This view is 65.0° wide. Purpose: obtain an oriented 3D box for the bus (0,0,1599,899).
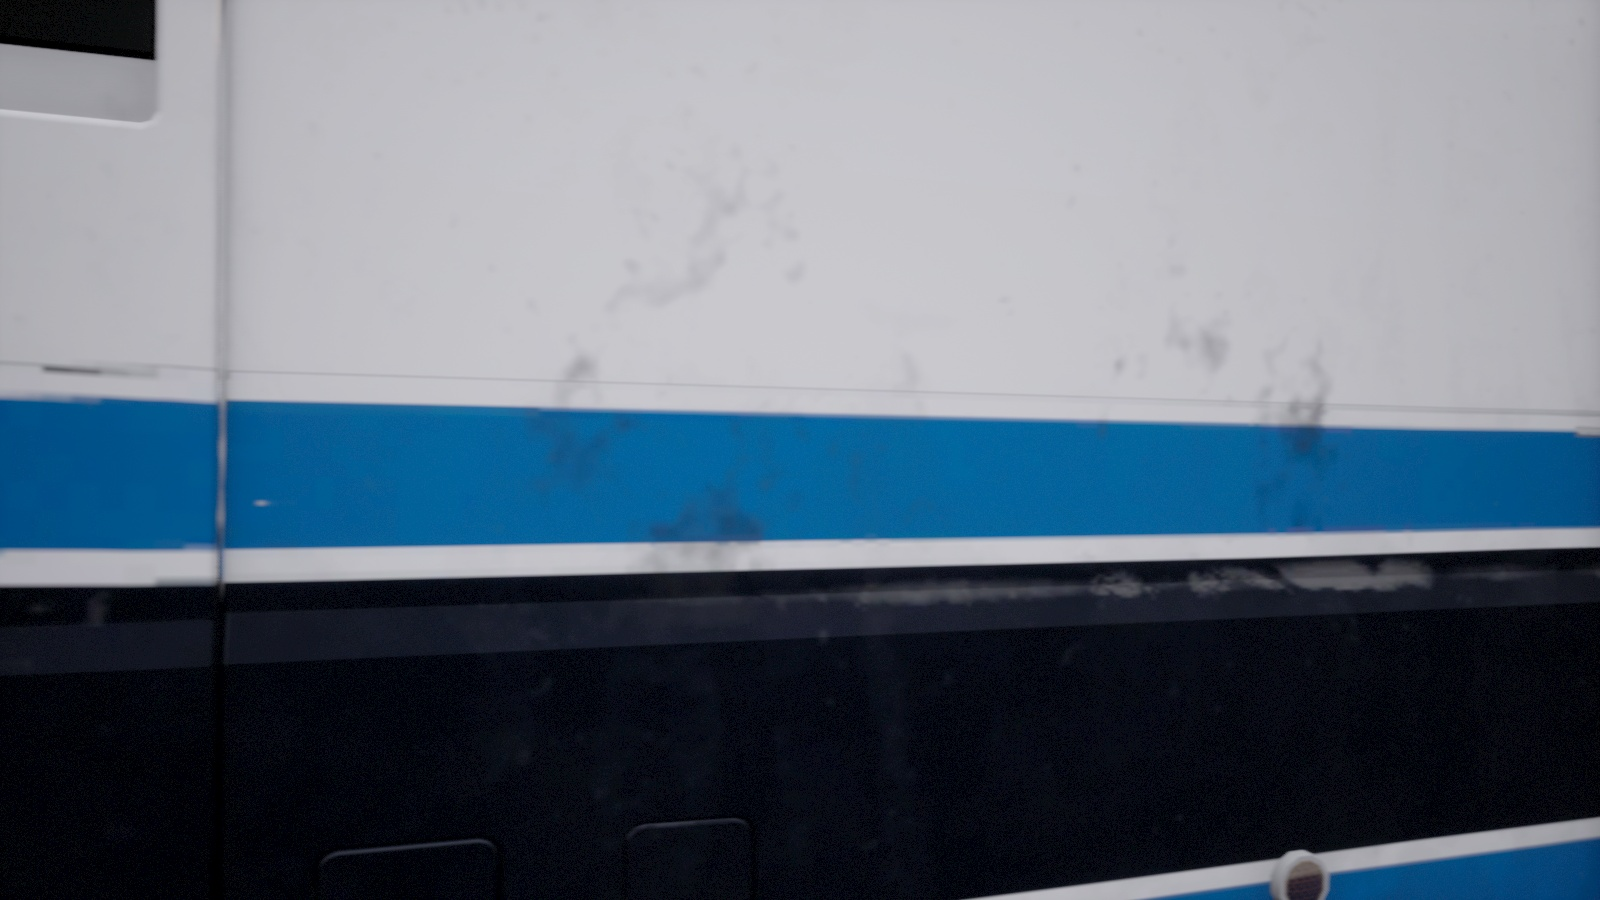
[{"bbox_3d":[0.766,-0.650,3.514,10.273,4.253,3.944,-1,1,-21],"label":"bus"}]
